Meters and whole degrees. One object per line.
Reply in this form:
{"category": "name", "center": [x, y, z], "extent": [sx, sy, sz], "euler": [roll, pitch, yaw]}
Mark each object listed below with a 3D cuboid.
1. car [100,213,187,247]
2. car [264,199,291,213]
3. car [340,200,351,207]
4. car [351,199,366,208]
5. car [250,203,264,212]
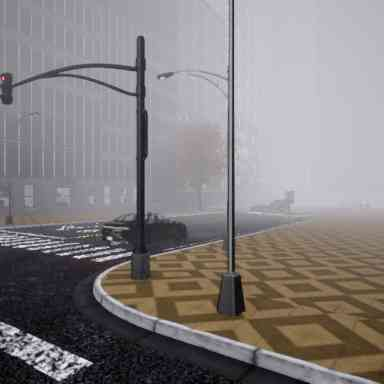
{"category": "car", "center": [-2.073, 1.734, 15.745], "extent": [2.128, 1.511, 4.902], "euler": [0, -1, 33]}
{"category": "car", "center": [13.788, 2.157, 52.244], "extent": [2.150, 2.045, 5.566], "euler": [0, -1, 33]}
{"category": "car", "center": [39.557, 3.204, 86.110], "extent": [2.033, 1.411, 5.357], "euler": [0, -1, 33]}
{"category": "car", "center": [42.287, 3.146, 84.345], "extent": [1.882, 1.535, 5.008], "euler": [0, -1, 33]}
{"category": "car", "center": [11.072, 2.496, 54.029], "extent": [1.994, 1.385, 4.181], "euler": [0, -1, 33]}
